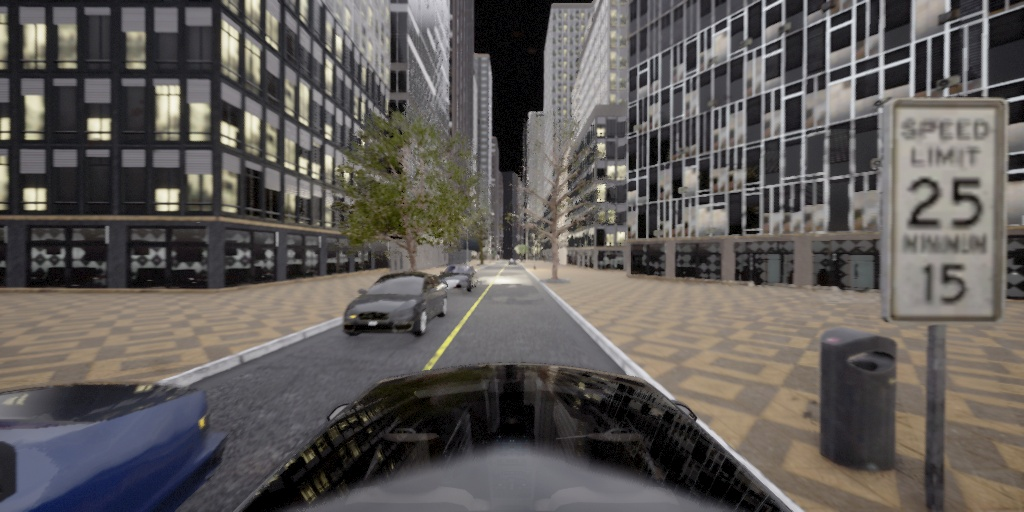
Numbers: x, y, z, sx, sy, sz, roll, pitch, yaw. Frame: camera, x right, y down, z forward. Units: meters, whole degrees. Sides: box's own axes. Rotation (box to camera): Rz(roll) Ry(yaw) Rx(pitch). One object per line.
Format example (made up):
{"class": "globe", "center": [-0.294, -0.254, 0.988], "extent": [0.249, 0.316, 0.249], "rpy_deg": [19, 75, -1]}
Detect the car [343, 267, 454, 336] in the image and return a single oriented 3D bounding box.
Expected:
{"class": "car", "center": [-3.086, 1.241, 10.403], "extent": [1.837, 1.490, 4.892], "rpy_deg": [0, 0, 0]}

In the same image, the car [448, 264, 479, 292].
{"class": "car", "center": [-3.062, 1.237, 21.042], "extent": [2.128, 1.511, 4.902], "rpy_deg": [0, 0, 0]}

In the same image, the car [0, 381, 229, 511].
{"class": "car", "center": [-3.102, 1.279, 0.337], "extent": [2.033, 1.411, 5.357], "rpy_deg": [0, 0, 0]}
